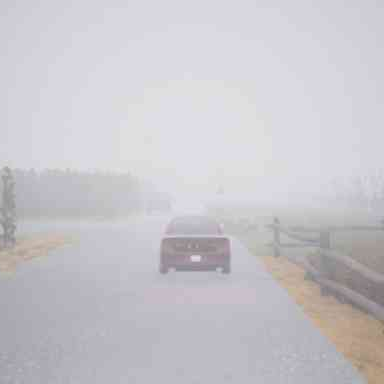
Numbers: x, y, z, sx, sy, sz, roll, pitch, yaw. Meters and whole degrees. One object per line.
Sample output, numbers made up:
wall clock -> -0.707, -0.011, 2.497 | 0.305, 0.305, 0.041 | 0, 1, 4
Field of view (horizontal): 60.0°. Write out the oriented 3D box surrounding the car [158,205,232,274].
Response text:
car -> 0.044, 1.403, 10.346 | 1.882, 1.535, 5.008 | 0, 0, -1

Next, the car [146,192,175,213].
car -> -3.172, 0.986, 33.101 | 2.150, 2.045, 5.566 | 0, 0, 0

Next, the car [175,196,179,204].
car -> -3.087, 1.215, 54.061 | 1.895, 1.301, 4.718 | 0, 0, 1
